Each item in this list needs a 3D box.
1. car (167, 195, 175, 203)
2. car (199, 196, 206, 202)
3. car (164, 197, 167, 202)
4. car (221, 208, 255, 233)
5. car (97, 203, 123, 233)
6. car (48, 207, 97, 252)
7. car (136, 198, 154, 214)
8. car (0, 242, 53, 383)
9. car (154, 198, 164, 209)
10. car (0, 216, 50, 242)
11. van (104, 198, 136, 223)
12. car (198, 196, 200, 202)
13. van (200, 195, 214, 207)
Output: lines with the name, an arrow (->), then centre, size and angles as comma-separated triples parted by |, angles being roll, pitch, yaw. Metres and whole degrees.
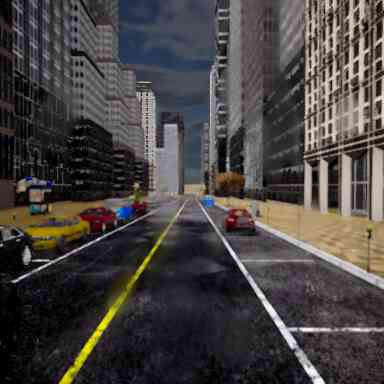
car -> -5.684, 1.739, 76.096 | 2.008, 1.369, 4.403 | -1, 0, 0
car -> 2.698, 1.750, 87.515 | 1.752, 1.417, 4.829 | -1, 0, 0
car -> -5.690, 1.671, 53.596 | 2.008, 1.369, 4.403 | -1, 0, 0
car -> 2.683, 1.620, 19.845 | 1.802, 1.307, 4.206 | -1, 0, 0
car -> -5.697, 1.583, 19.846 | 1.887, 1.381, 4.507 | -1, 0, 0
car -> -5.699, 1.552, 14.051 | 1.752, 1.417, 4.829 | -1, 0, 0
car -> -5.693, 1.621, 36.721 | 1.887, 1.381, 4.507 | -1, 0, 0
car -> -3.084, 1.496, 2.277 | 2.128, 1.511, 4.902 | 0, 0, 0
car -> -5.691, 1.656, 47.972 | 2.008, 1.369, 4.403 | -1, 0, 0
car -> -5.700, 1.566, 8.596 | 2.008, 1.369, 4.403 | -1, 0, 0
van -> -5.699, 1.392, 25.471 | 1.690, 1.788, 3.998 | -1, 0, 0
car -> 2.691, 1.593, 64.845 | 1.967, 1.590, 4.097 | -1, 0, 0
van -> 2.686, 1.461, 53.596 | 1.690, 1.788, 3.998 | -1, 0, 0
